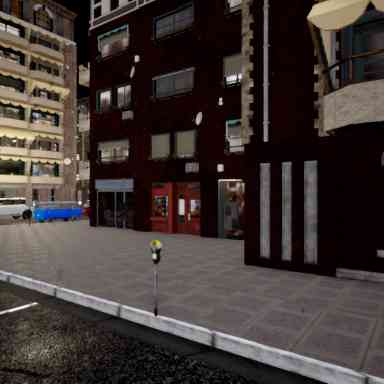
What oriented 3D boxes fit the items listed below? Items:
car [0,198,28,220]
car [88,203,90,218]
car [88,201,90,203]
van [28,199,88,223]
[{"bbox_3d":[-17.155,1.544,30.564,2.150,2.045,5.566,0,-1,34],"label":"car"},{"bbox_3d":[-8.306,2.035,33.074,1.947,1.339,4.313,-1,-2,35],"label":"car"},{"bbox_3d":[-11.419,2.077,38.613,1.994,1.385,4.181,0,-1,35],"label":"car"},{"bbox_3d":[-11.373,1.704,28.462,1.690,1.788,3.998,-1,-2,35],"label":"van"}]
